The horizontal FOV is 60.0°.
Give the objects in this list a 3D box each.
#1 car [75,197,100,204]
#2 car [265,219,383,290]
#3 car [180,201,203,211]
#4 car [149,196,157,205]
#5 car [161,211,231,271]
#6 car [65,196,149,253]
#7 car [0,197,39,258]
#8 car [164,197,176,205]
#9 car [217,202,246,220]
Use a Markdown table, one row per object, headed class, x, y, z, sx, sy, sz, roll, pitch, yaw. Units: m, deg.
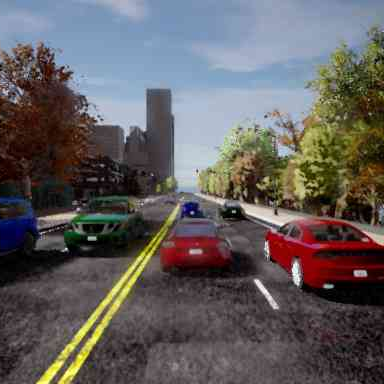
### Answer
| class | x | y | z | sx | sy | sz | roll | pitch | yaw |
| --- | --- | --- | --- | --- | --- | --- | --- | --- | --- |
| car | -20.675 | 1.727 | 66.070 | 4.313 | 1.339 | 1.947 | -1 | 1 | -1 |
| car | 3.341 | 1.464 | 9.086 | 1.882 | 1.535 | 5.008 | 0 | 0 | 0 |
| car | -0.019 | 1.484 | 28.413 | 1.812 | 1.442 | 4.674 | 0 | 0 | -1 |
| car | -7.088 | 1.445 | 57.722 | 1.812 | 1.442 | 4.674 | 0 | 0 | -1 |
| car | 0.104 | 1.548 | 10.819 | 1.994 | 1.385 | 4.181 | 0 | 0 | 0 |
| car | -3.352 | 1.201 | 13.907 | 2.150 | 2.045 | 5.566 | 0 | 0 | 0 |
| car | -6.599 | 1.207 | 9.784 | 2.150 | 2.045 | 5.566 | 0 | 0 | 0 |
| car | -3.842 | 1.520 | 58.282 | 2.033 | 1.411 | 5.357 | 0 | 0 | -1 |
| car | 3.238 | 1.522 | 27.896 | 1.994 | 1.385 | 4.181 | 0 | 0 | -1 |
